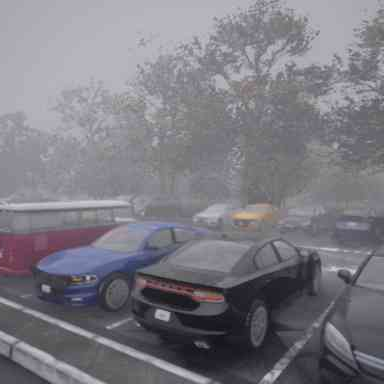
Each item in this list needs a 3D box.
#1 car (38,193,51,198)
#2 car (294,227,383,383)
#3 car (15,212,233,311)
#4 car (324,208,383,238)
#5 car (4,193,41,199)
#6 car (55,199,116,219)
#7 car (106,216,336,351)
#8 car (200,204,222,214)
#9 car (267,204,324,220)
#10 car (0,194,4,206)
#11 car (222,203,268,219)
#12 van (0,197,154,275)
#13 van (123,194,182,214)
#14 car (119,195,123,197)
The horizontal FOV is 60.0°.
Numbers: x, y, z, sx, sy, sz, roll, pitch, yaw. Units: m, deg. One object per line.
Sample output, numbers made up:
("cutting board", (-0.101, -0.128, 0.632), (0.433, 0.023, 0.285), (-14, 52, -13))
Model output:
("car", (-11.746, 1.294, 31.881), (2.185, 1.767, 4.553), (1, 0, 36))
("car", (3.305, 1.558, 4.876), (2.002, 1.452, 4.674), (0, 0, 36))
("car", (-1.210, 1.502, 8.133), (2.097, 1.535, 5.008), (0, 0, 36))
("car", (8.684, 1.538, 17.153), (2.163, 1.488, 4.792), (0, 0, 36))
("car", (-16.274, 1.115, 35.141), (2.435, 2.045, 5.566), (1, 1, 36))
("car", (-9.508, 1.434, 30.223), (2.097, 1.535, 5.008), (0, 0, 36))
("car", (1.042, 1.510, 6.497), (2.097, 1.535, 5.008), (0, 0, 36))
("car", (1.893, 1.523, 22.016), (2.002, 1.452, 4.674), (0, 0, 36))
("car", (6.414, 1.501, 18.763), (2.231, 1.521, 4.892), (0, 0, 36))
("car", (-27.501, 1.091, 43.190), (2.231, 1.521, 4.892), (2, 1, 36))
("car", (4.154, 1.491, 20.390), (2.097, 1.535, 5.008), (0, 0, 36))
("van", (-3.402, 1.268, 9.850), (1.878, 1.987, 4.442), (0, 0, 36))
("van", (-2.695, 1.238, 25.176), (1.878, 1.987, 4.442), (0, 0, 36))
("car", (-4.902, 1.203, 26.875), (2.435, 2.045, 5.566), (0, 0, 36))
